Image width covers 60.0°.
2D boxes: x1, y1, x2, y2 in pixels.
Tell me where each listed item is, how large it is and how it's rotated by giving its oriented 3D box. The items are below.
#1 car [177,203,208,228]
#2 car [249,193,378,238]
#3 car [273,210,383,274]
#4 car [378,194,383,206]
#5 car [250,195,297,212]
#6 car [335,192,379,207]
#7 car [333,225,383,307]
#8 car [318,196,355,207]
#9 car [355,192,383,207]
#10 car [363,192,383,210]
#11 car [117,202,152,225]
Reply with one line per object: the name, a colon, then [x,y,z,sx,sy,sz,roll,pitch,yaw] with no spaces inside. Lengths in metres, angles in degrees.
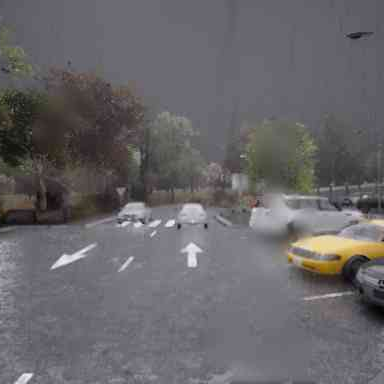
car: [0.023,1.461,21.539,1.812,1.442,4.674,0,0,0]
car: [5.384,1.188,15.463,5.566,2.045,2.435,1,0,-20]
car: [5.197,1.452,9.371,5.366,1.575,1.946,1,0,-20]
car: [30.019,1.236,48.770,2.185,1.767,4.553,1,-1,-22]
car: [8.887,1.250,36.556,4.553,1.767,2.097,0,0,-13]
car: [23.963,1.107,48.603,2.435,2.045,5.566,0,-1,-21]
car: [5.380,1.506,6.429,4.674,1.452,2.002,1,0,-20]
car: [20.940,1.387,48.520,2.163,1.488,4.792,0,-1,-21]
car: [27.023,1.108,48.640,2.435,2.045,5.566,1,-1,-22]
car: [18.346,1.151,31.459,2.435,2.045,5.566,0,1,-21]
car: [-3.980,1.455,23.689,1.812,1.442,4.674,0,0,2]
